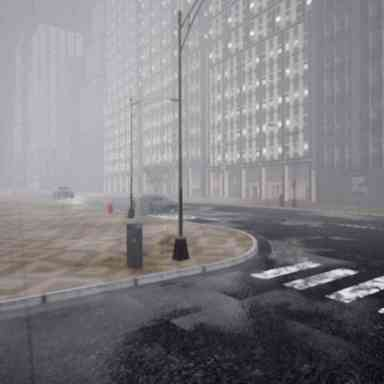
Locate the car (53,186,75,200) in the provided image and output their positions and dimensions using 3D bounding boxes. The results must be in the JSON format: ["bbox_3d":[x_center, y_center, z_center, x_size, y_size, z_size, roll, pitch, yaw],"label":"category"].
[{"bbox_3d":[-19.637,0.066,50.728,2.150,2.045,5.566,0,1,-35],"label":"car"}]

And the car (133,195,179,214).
[{"bbox_3d":[-2.910,0.931,26.551,2.033,1.411,5.357,0,1,-35],"label":"car"}]
